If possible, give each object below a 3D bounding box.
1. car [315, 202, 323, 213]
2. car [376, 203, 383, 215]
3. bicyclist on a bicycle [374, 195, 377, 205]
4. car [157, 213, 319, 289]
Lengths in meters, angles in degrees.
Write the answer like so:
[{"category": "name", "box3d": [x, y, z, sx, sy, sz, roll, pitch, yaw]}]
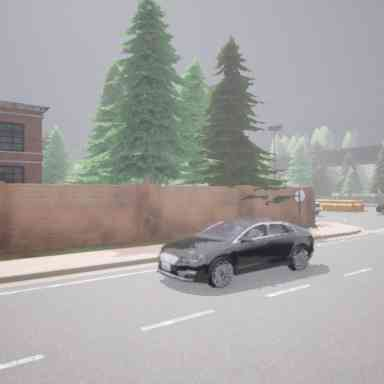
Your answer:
[{"category": "car", "box3d": [9.912, 1.222, 32.602, 2.150, 2.045, 5.566, 0, 0, -35]}, {"category": "car", "box3d": [19.780, 1.505, 30.746, 1.837, 1.490, 4.892, 0, 0, -35]}, {"category": "bicyclist on a bicycle", "box3d": [30.122, 1.300, 54.233, 1.656, 1.620, 0.582, 0, 0, -35]}, {"category": "car", "box3d": [1.391, 1.491, 9.246, 4.902, 1.511, 2.128, 0, 0, -35]}]
